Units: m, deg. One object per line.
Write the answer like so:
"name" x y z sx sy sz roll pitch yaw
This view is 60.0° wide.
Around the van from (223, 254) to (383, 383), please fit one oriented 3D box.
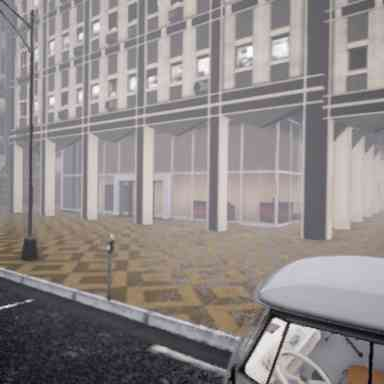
"van" 1.979 1.348 1.452 3.998 1.788 1.690 1 1 35
